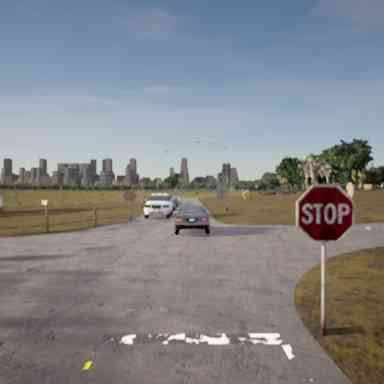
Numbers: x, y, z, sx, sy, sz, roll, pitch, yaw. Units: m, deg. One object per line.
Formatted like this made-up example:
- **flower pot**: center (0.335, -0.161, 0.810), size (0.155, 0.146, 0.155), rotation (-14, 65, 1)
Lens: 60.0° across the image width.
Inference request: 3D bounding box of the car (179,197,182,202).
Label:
- **car**: center (-2.882, 1.494, 49.203), size (2.033, 1.411, 5.357), rotation (0, 0, 0)

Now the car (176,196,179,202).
- **car**: center (-2.883, 1.471, 39.372), size (1.812, 1.442, 4.674), rotation (0, 0, 0)

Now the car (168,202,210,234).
- **car**: center (0.015, 1.489, 18.748), size (2.033, 1.411, 5.357), rotation (-1, -1, 0)

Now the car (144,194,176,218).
- **car**: center (-2.877, 1.177, 29.573), size (2.150, 2.045, 5.566), rotation (0, 0, 0)

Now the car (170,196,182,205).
- **car**: center (-2.824, 1.485, 59.505), size (1.812, 1.442, 4.674), rotation (0, 0, 0)
